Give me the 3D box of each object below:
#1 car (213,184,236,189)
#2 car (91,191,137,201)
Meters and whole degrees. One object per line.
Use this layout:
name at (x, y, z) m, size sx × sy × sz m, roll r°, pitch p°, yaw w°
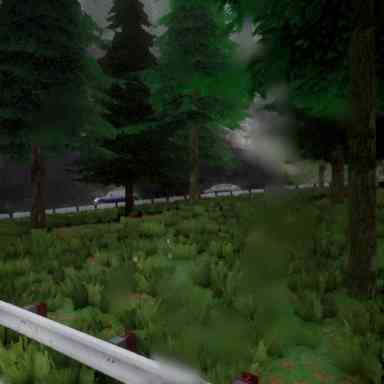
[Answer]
car at (3.099, -0.143, 37.088) m, size 4.902 × 1.511 × 2.128 m, roll -4°, pitch 1°, yaw -10°
car at (-7.694, 0.592, 32.751) m, size 4.553 × 1.767 × 2.097 m, roll -5°, pitch 3°, yaw -29°
